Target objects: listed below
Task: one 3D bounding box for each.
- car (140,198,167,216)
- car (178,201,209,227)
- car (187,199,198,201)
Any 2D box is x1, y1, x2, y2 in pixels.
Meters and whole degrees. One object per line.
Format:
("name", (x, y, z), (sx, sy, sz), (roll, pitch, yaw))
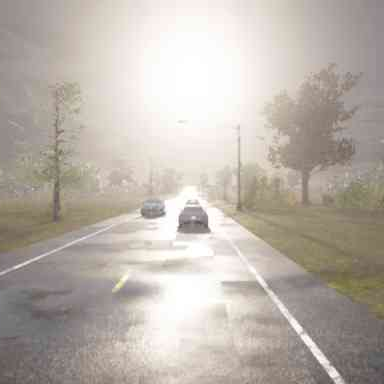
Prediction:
("car", (-3.597, 1.350, 31.739), (2.097, 1.767, 4.553), (0, 0, 0))
("car", (0.098, 1.565, 22.664), (1.994, 1.385, 4.181), (0, 0, 0))
("car", (0.098, 1.543, 40.621), (2.033, 1.411, 5.357), (0, 0, 0))
